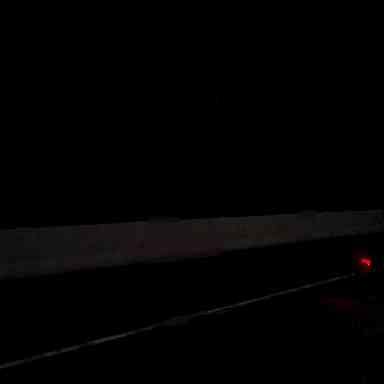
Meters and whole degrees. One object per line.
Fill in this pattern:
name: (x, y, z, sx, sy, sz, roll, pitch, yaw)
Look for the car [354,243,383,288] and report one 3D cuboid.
car: (6.150, 1.579, 8.175, 5.357, 1.411, 2.033, 0, 0, -35)
